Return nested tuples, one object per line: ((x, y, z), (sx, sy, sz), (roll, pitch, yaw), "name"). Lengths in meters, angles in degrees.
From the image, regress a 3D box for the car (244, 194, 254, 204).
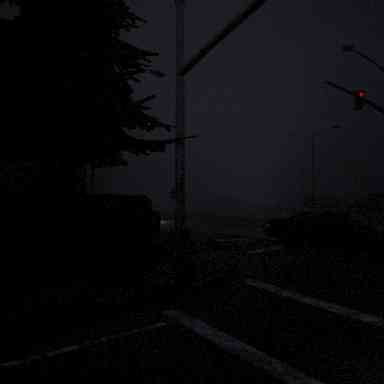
((8.222, 1.154, 57.087), (2.152, 1.636, 5.027), (0, 0, -36), "car")

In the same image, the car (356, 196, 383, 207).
((26.367, 1.298, 47.868), (2.007, 1.523, 4.514), (0, 0, -36), "car")

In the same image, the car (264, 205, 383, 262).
((5.139, 1.372, 11.782), (2.033, 1.411, 5.357), (0, 1, -40), "car")

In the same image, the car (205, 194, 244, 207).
((4.363, 1.298, 45.210), (2.007, 1.523, 4.514), (0, 0, -36), "car")

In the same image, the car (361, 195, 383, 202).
((37.787, 1.384, 69.613), (1.970, 1.475, 3.806), (0, 0, -36), "car")

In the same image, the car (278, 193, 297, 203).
((18.596, 1.077, 64.575), (1.905, 1.878, 3.866), (0, 0, -36), "car")

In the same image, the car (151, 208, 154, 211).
((-4.553, 1.313, 25.011), (1.837, 1.490, 4.892), (0, 0, -36), "car")

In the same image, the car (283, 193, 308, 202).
((20.711, 1.097, 66.610), (1.932, 1.855, 4.605), (0, 0, -36), "car")

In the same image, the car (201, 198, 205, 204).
((3.208, 1.232, 53.069), (1.970, 1.475, 3.806), (0, 0, -36), "car")

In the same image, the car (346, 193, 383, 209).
((17.790, 1.077, 32.851), (1.905, 1.878, 3.866), (0, 0, -36), "car")

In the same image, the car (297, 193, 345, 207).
((15.850, 1.097, 41.155), (1.932, 1.855, 4.605), (0, 0, -36), "car")
